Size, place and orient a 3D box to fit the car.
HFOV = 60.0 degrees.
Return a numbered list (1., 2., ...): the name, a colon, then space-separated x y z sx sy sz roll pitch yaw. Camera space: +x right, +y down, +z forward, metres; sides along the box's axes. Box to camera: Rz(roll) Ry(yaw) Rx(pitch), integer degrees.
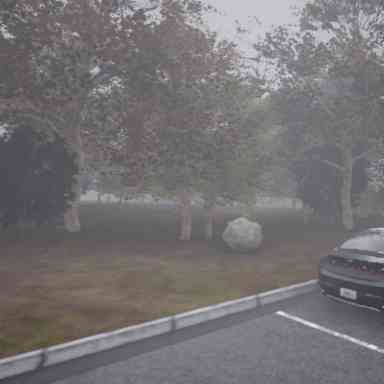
1. car: 4.748 1.507 7.136 4.892 1.521 2.231 0 0 -33
